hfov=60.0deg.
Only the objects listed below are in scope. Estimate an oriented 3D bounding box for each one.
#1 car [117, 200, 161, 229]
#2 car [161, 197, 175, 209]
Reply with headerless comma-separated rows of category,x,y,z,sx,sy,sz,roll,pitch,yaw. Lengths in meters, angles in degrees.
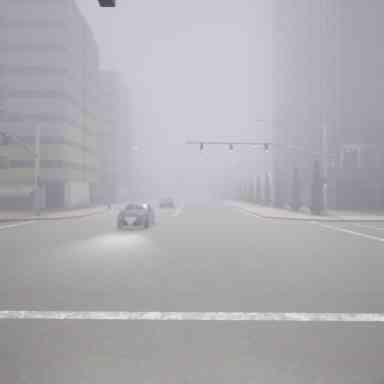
car,-3.477,1.451,21.296,2.128,1.511,4.902,0,0,0
car,-3.449,1.453,45.977,1.882,1.535,5.008,0,0,0
